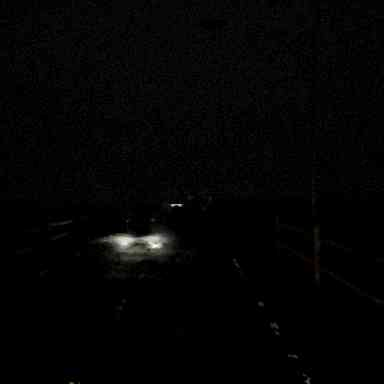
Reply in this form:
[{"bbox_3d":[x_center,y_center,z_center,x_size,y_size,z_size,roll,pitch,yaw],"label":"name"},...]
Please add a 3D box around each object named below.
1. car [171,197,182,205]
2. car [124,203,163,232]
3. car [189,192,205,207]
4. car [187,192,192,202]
[{"bbox_3d":[-2.753,1.555,60.648,2.033,1.411,5.357,0,0,1],"label":"car"},{"bbox_3d":[-2.838,1.468,20.315,1.882,1.535,5.008,0,0,0],"label":"car"},{"bbox_3d":[0.990,1.352,51.847,2.097,1.767,4.553,0,0,0],"label":"car"},{"bbox_3d":[0.039,1.094,70.584,2.150,2.045,5.566,0,0,0],"label":"car"}]
